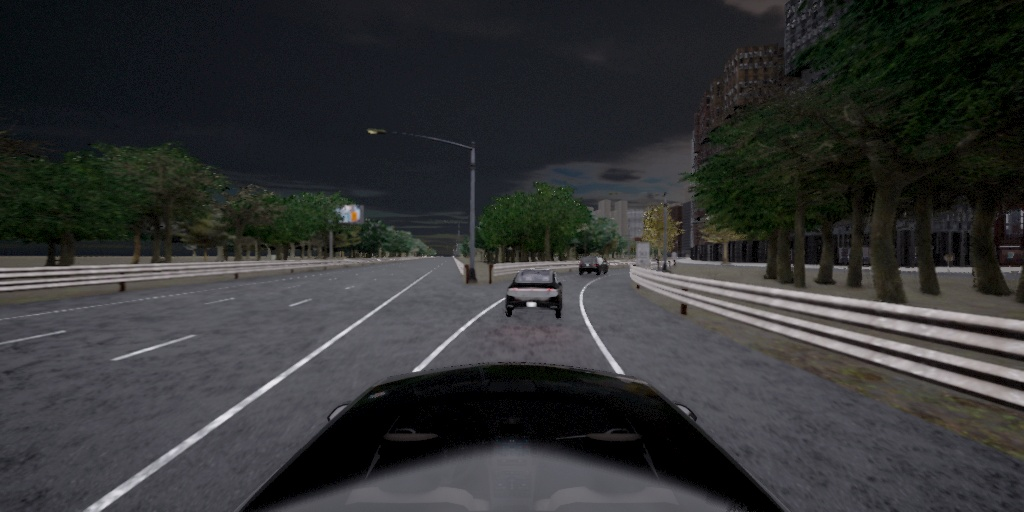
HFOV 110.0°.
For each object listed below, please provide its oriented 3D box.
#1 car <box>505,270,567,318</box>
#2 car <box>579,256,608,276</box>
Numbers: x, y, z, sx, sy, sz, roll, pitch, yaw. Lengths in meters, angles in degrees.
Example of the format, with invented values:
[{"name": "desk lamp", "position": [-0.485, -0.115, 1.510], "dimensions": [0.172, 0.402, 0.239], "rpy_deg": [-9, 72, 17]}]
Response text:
[{"name": "car", "position": [0.947, 1.250, 13.230], "dimensions": [2.128, 1.511, 4.902], "rpy_deg": [0, 0, 8]}, {"name": "car", "position": [8.856, 1.040, 38.701], "dimensions": [2.150, 2.045, 5.566], "rpy_deg": [0, 0, 26]}]
